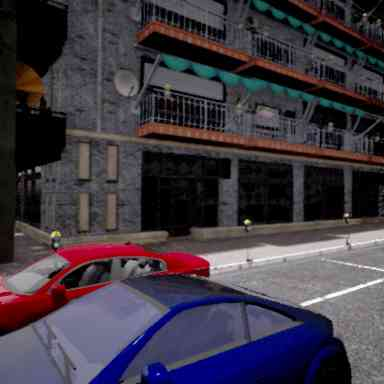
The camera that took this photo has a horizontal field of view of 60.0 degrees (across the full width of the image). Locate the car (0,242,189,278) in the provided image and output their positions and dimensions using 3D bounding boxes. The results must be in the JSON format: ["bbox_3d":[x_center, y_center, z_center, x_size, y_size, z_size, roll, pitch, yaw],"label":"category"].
[{"bbox_3d":[-1.713,1.550,5.328,4.507,1.381,1.887,0,0,-35],"label":"car"}]

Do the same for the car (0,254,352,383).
[{"bbox_3d":[-0.401,1.569,3.078,4.181,1.385,1.994,0,0,-35],"label":"car"}]
